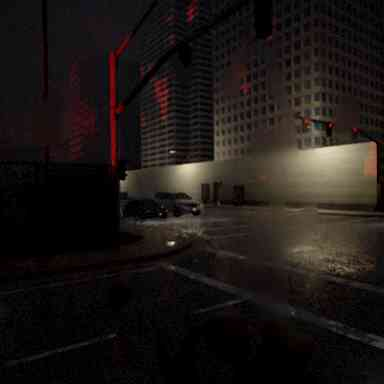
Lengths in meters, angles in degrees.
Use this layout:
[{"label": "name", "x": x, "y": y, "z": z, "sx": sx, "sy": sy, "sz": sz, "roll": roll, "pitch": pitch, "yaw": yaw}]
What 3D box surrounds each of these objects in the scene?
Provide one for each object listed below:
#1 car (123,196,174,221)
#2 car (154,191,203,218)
[{"label": "car", "x": -3.601, "y": 1.297, "z": 25.162, "sx": 1.837, "sy": 1.490, "sz": 4.892, "roll": -1, "pitch": 1, "yaw": -35}, {"label": "car", "x": -1.402, "y": 0.961, "z": 28.105, "sx": 2.150, "sy": 2.045, "sz": 5.566, "roll": -1, "pitch": 1, "yaw": -35}]
